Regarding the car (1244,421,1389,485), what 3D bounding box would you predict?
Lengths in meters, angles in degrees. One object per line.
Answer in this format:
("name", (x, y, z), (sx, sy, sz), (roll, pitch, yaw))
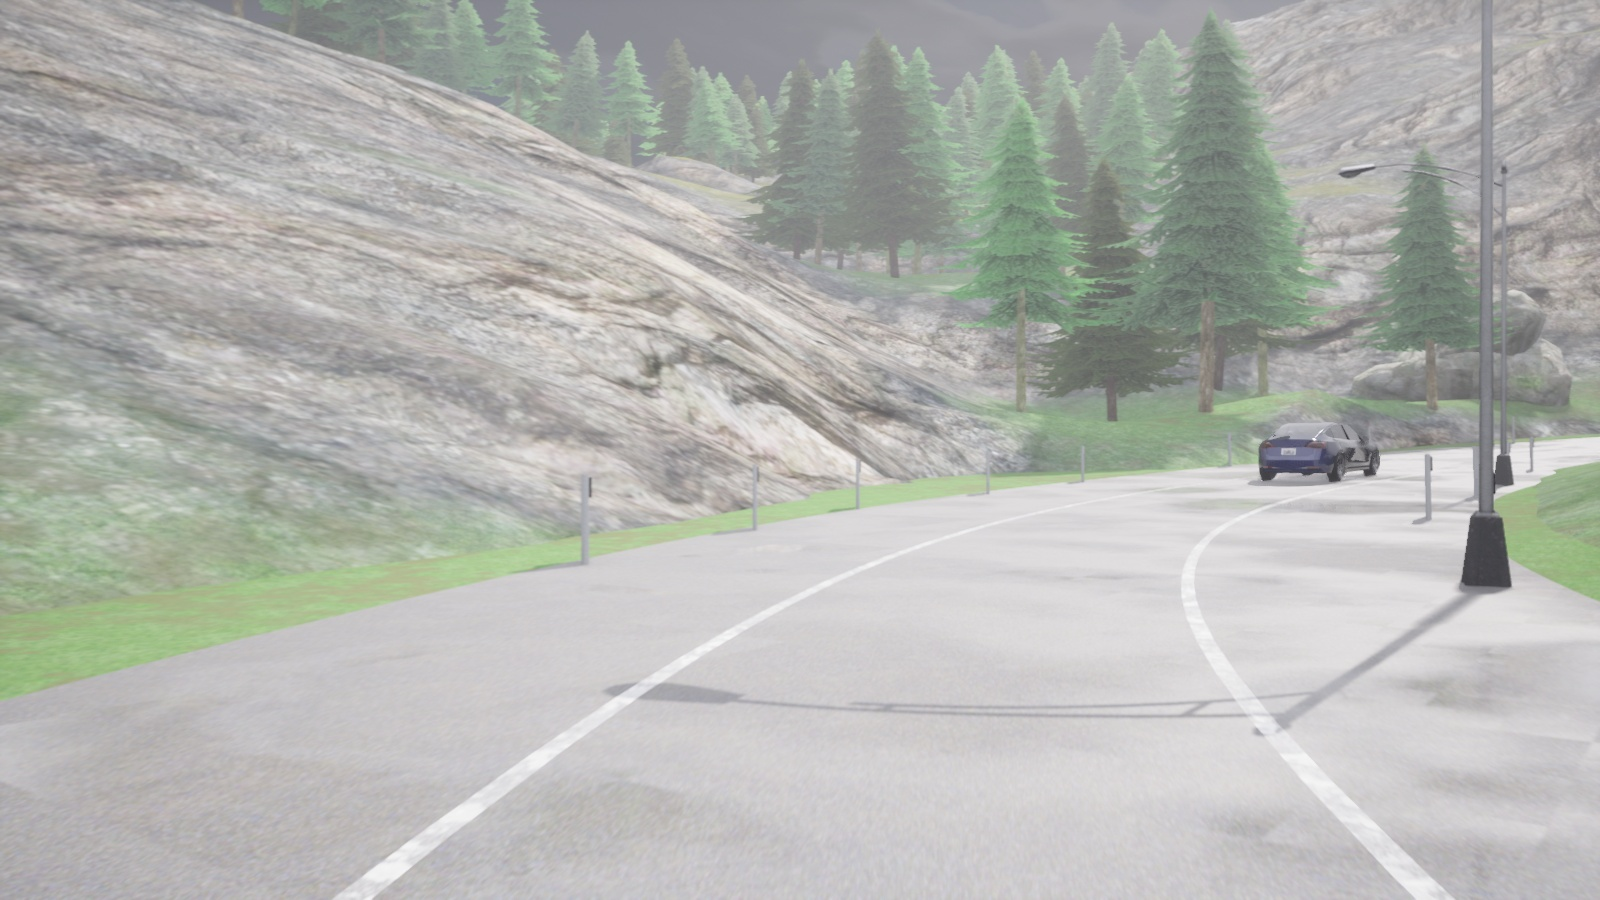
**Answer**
("car", (13.640, 0.029, 33.003), (2.163, 1.488, 4.792), (0, 2, 40))
